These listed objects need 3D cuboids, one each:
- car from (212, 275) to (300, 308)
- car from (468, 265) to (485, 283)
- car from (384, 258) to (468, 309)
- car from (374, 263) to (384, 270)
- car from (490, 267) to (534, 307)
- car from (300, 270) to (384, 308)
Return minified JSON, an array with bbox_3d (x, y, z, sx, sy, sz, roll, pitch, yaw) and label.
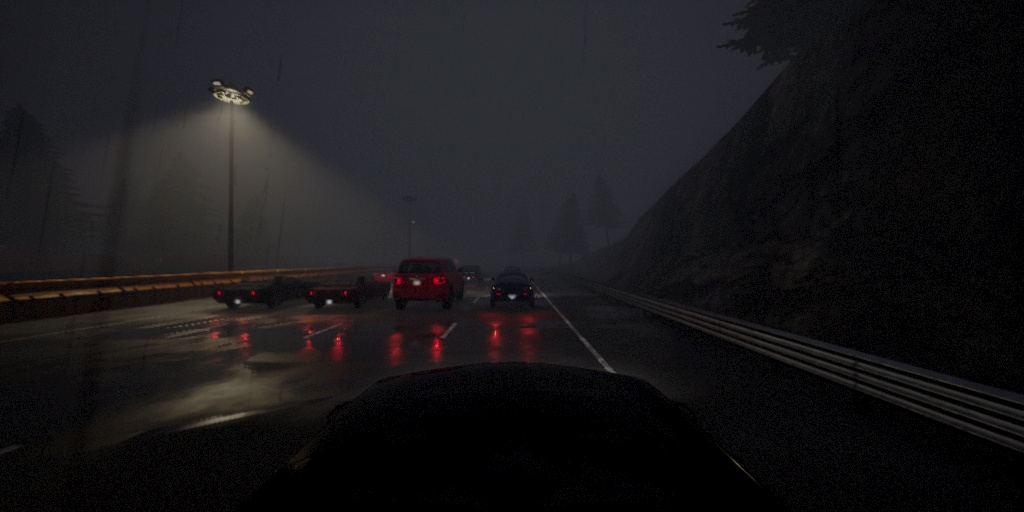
[{"bbox_3d":[-10.488,1.482,15.950,1.895,1.301,4.718,0,0,0],"label":"car"},{"bbox_3d":[-3.468,1.530,31.130,1.837,1.490,4.892,0,0,0],"label":"car"},{"bbox_3d":[-3.489,1.097,15.860,2.150,2.045,5.566,0,0,0],"label":"car"},{"bbox_3d":[-10.468,1.586,31.134,1.994,1.385,4.181,0,0,0],"label":"car"},{"bbox_3d":[0.016,1.410,16.223,1.812,1.442,4.674,0,0,0],"label":"car"},{"bbox_3d":[-6.988,1.482,15.945,1.895,1.301,4.718,0,0,0],"label":"car"}]
